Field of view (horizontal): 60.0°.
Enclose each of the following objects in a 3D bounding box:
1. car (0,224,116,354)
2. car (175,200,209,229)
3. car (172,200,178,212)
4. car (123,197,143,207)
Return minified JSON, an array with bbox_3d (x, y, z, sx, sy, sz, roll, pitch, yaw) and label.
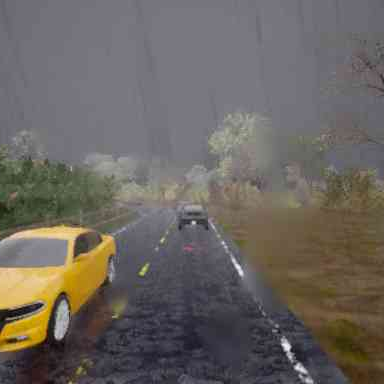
[{"bbox_3d":[-2.855,1.477,6.550,1.882,1.535,5.008,0,0,0],"label":"car"},{"bbox_3d":[0.072,1.500,21.504,1.837,1.490,4.892,0,0,-1],"label":"car"},{"bbox_3d":[-1.055,1.510,35.694,2.033,1.411,5.357,0,0,-10],"label":"car"},{"bbox_3d":[-8.769,1.469,49.413,1.994,1.385,4.181,0,0,-27],"label":"car"}]
